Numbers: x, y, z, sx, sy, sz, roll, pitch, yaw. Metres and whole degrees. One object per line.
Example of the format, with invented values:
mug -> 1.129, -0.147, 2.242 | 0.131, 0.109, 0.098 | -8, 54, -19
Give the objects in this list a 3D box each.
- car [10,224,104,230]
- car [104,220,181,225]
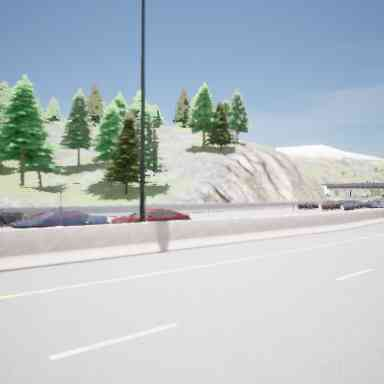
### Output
car -> -7.589, 1.744, 19.481 | 5.357, 1.411, 2.033 | 1, -1, -27
car -> -2.359, 1.695, 19.875 | 5.008, 1.535, 1.882 | 1, 0, -37
